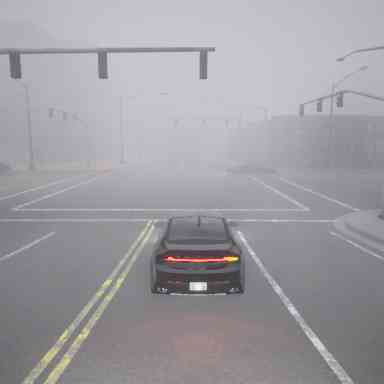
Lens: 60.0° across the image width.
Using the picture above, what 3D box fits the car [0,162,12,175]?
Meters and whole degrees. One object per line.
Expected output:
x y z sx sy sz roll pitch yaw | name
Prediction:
-22.082 -2.528 35.827 4.892 1.490 1.837 0 8 0 | car

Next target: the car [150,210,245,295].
0.113 1.198 8.086 1.837 1.490 4.892 0 4 0 | car

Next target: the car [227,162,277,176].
6.515 -2.574 36.347 5.357 1.411 2.033 2 9 11 | car
